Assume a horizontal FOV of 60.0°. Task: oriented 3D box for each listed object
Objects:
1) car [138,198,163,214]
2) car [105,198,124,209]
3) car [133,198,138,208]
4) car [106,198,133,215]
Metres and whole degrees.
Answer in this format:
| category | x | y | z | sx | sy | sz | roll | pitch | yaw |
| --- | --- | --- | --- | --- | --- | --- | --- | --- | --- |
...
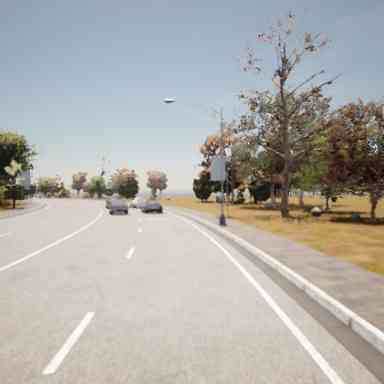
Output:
| category | x | y | z | sx | sy | sz | roll | pitch | yaw |
| --- | --- | --- | --- | --- | --- | --- | --- | --- | --- |
| car | -4.359 | 1.557 | 36.003 | 1.994 | 1.385 | 4.181 | 0 | 0 | -15 |
| car | -10.787 | 1.550 | 45.825 | 2.033 | 1.411 | 5.357 | 0 | 0 | -18 |
| car | -7.627 | 1.521 | 47.414 | 1.812 | 1.442 | 4.674 | 0 | 0 | -19 |
| car | -7.579 | 1.549 | 34.440 | 2.033 | 1.411 | 5.357 | 0 | 0 | -15 |
